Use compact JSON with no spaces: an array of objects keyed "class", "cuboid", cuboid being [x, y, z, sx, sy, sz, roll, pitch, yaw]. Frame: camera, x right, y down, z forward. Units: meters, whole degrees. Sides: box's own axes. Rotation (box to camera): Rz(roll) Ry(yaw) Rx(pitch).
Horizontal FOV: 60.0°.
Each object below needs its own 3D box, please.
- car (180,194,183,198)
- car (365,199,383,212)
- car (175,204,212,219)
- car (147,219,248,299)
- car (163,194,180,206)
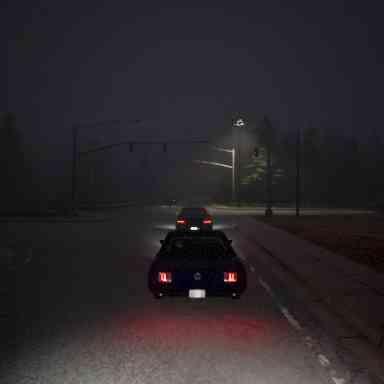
[{"class":"car","cuboid":[-3.458,1.500,70.233,1.994,1.385,4.181,0,0,0]},{"class":"car","cuboid":[22.529,1.466,38.029,5.008,1.535,1.882,0,0,1]},{"class":"car","cuboid":[0.104,1.510,17.439,1.812,1.442,4.674,0,0,0]},{"class":"car","cuboid":[0.101,1.595,8.384,1.895,1.301,4.718,0,0,0]},{"class":"car","cuboid":[-3.577,1.311,54.587,2.097,1.767,4.553,0,0,0]}]
